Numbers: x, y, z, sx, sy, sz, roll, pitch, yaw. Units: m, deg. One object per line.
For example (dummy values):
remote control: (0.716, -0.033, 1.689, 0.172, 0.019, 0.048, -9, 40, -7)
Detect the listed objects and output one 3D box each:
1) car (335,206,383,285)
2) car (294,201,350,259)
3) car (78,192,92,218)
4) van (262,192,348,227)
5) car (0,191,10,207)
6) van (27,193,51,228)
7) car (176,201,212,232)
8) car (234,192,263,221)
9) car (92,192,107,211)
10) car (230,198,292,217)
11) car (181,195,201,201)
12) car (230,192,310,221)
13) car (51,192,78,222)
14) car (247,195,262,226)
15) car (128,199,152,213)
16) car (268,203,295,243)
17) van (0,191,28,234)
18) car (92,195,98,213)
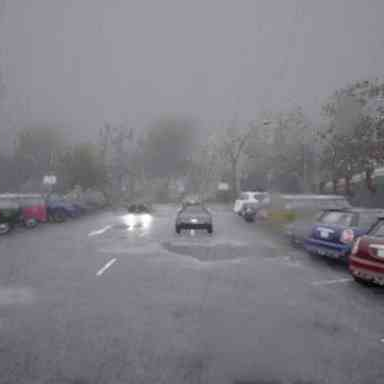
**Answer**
car: (5.921, 1.308, 7.525, 4.553, 1.767, 2.185, 1, 0, -20)
car: (5.914, 1.288, 10.554, 4.553, 1.767, 2.185, 1, 0, -20)
car: (-10.969, 1.055, 25.861, 5.566, 2.045, 2.435, -1, 0, -20)
van: (6.063, 1.147, 16.641, 4.442, 1.987, 1.878, 1, 0, -20)
car: (-26.664, 0.921, 45.119, 2.435, 2.045, 5.566, 0, 1, -19)
van: (-11.104, 1.124, 19.885, 4.442, 1.987, 1.878, -1, 1, -20)
car: (0.108, 1.432, 19.015, 1.994, 1.385, 4.181, 0, 0, 0)
car: (5.937, 1.077, 22.622, 5.566, 2.045, 2.435, 1, 1, -20)
car: (-11.012, 1.014, 31.745, 5.566, 2.045, 2.435, -1, 1, -20)
car: (5.976, 1.316, 28.708, 4.792, 1.488, 2.163, 1, 0, -20)
car: (-0.073, 1.097, 36.325, 2.097, 1.767, 4.553, 0, 0, -3)
car: (5.980, 1.056, 25.683, 5.566, 2.045, 2.435, 1, 0, -20)
car: (-10.971, 1.076, 22.902, 5.566, 2.045, 2.435, -1, 0, -20)
car: (5.988, 1.225, 19.625, 4.553, 1.767, 2.185, 1, 1, -20)
car: (-5.165, 1.367, 33.306, 1.895, 1.301, 4.718, 0, 0, -1)
car: (5.958, 1.394, 13.576, 4.892, 1.521, 2.231, 1, 1, -20)
van: (-11.106, 1.145, 16.925, 4.442, 1.987, 1.878, -1, 1, -20)
car: (-10.972, 1.314, 28.830, 4.792, 1.488, 2.163, -1, 0, -20)
